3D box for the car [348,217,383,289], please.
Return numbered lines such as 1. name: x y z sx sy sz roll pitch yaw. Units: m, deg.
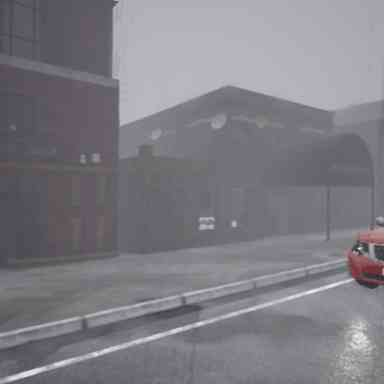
1. car: 6.094 1.204 8.039 5.566 2.045 2.150 0 0 -36
